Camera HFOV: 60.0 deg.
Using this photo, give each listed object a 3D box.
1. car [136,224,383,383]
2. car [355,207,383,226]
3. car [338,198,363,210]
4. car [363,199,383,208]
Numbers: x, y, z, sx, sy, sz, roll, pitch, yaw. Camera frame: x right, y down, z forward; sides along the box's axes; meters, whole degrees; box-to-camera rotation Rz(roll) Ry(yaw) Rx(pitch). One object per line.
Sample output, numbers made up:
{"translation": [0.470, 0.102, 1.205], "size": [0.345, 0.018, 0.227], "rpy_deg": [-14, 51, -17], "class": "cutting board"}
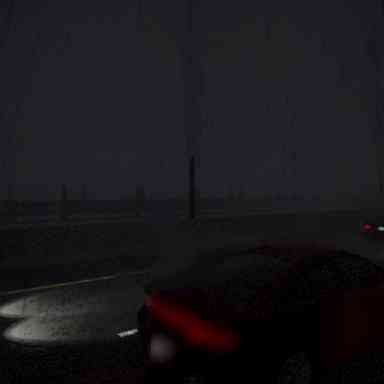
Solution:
{"translation": [1.656, 1.476, 4.929], "size": [5.008, 1.535, 1.882], "rpy_deg": [0, 0, -36], "class": "car"}
{"translation": [9.777, 1.542, 15.026], "size": [5.357, 1.411, 2.033], "rpy_deg": [0, 0, -36], "class": "car"}
{"translation": [19.206, 1.481, 39.189], "size": [4.902, 1.511, 2.128], "rpy_deg": [0, 0, -35], "class": "car"}
{"translation": [21.256, 1.481, 36.352], "size": [4.902, 1.511, 2.128], "rpy_deg": [0, 0, -35], "class": "car"}
